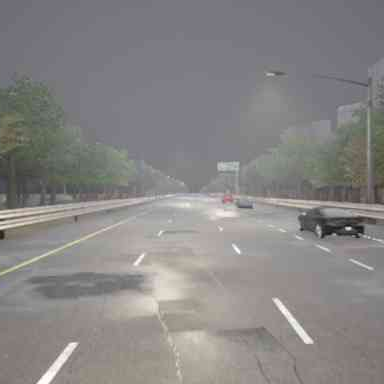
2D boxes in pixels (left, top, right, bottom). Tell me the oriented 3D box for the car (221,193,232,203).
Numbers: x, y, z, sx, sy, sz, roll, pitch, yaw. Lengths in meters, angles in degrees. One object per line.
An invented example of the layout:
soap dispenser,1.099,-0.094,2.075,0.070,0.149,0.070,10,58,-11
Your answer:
car,7.250,1.284,68.810,2.150,2.045,5.566,0,0,0

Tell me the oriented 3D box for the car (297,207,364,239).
car,7.014,1.504,17.378,1.882,1.535,5.008,0,0,0

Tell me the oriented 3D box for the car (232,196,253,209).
car,7.111,1.604,46.035,1.994,1.385,4.181,0,0,0
